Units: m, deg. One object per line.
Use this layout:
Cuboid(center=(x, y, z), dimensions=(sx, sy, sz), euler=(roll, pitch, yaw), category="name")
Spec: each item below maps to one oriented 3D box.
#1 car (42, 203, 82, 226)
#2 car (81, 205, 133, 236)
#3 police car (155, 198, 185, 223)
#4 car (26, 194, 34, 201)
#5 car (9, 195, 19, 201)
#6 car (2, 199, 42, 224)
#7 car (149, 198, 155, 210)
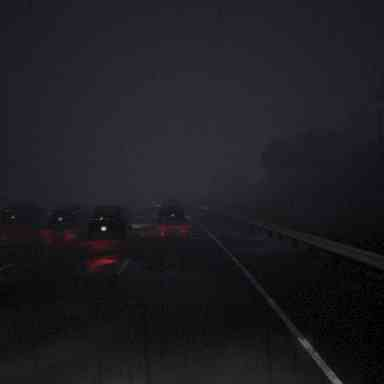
Cuboid(center=(-8.399, 1.479, 22.862), dimensions=(1.812, 1.442, 4.674), euler=(0, 0, -6), category="car")
Cuboid(center=(-4.381, 1.465, 18.114), dimensions=(1.837, 1.490, 4.892), euler=(0, 0, -5), category="car")
Cuboid(center=(-1.642, 1.364, 25.255), dimensions=(1.930, 1.638, 5.238), euler=(0, 0, -7), category="police car")
Cuboid(center=(-39.561, 1.324, 81.297), dimensions=(1.882, 1.535, 5.008), euler=(0, 0, -25), category="car")
Cuboid(center=(-43.402, 1.369, 81.209), dimensions=(1.812, 1.442, 4.674), euler=(0, 0, -25), category="car")
Cuboid(center=(-12.120, 1.446, 24.406), dimensions=(2.128, 1.511, 4.902), euler=(0, 0, -7), category="car")
Cuboid(center=(-4.165, 1.429, 40.738), dimensions=(1.812, 1.442, 4.674), euler=(0, 0, -11), category="car")
